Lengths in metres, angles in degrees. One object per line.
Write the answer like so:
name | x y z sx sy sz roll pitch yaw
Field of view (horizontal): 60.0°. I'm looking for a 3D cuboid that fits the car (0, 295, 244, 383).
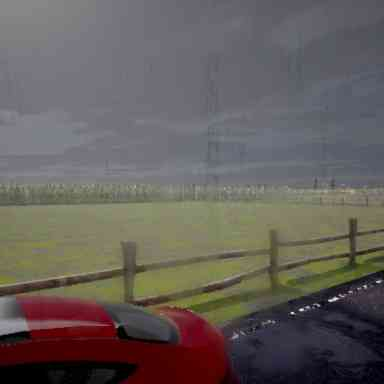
car | -1.743 1.526 1.989 4.674 1.442 1.812 0 0 -34
